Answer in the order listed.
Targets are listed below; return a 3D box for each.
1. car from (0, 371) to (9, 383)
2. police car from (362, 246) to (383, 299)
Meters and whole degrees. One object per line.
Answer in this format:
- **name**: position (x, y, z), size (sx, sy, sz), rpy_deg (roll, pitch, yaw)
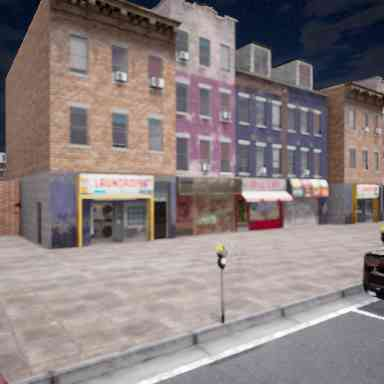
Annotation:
- **car**: position (-2.873, 1.528, 0.773), size (4.507, 1.381, 1.887), rpy_deg (1, -1, -35)
- **police car**: position (5.865, 1.504, 7.449), size (5.238, 1.638, 1.930), rpy_deg (1, 0, -35)
